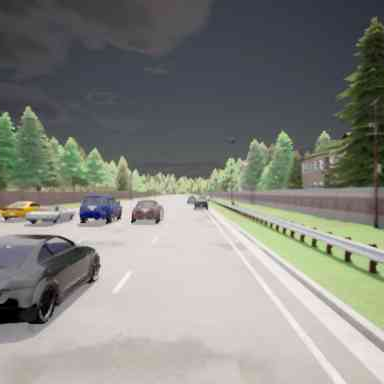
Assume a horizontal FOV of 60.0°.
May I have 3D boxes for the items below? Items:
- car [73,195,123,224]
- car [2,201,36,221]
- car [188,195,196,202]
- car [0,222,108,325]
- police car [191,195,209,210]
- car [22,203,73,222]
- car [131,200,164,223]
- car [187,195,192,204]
[{"bbox_3d":[-6.903,1.279,25.640,2.150,2.045,5.566,0,0,0],"label":"car"},{"bbox_3d":[-13.901,1.540,28.102,1.882,1.535,5.008,0,0,0],"label":"car"},{"bbox_3d":[0.012,1.588,79.827,1.837,1.490,4.892,0,0,0],"label":"car"},{"bbox_3d":[-3.416,1.580,7.126,1.994,1.385,4.181,0,0,0],"label":"car"},{"bbox_3d":[1.231,1.526,45.311,1.930,1.638,5.238,0,0,0],"label":"police car"},{"bbox_3d":[-10.404,1.656,24.939,1.895,1.301,4.718,0,0,0],"label":"car"},{"bbox_3d":[-3.404,1.410,26.265,2.097,1.767,4.553,0,0,0],"label":"car"},{"bbox_3d":[0.010,1.706,64.850,1.994,1.385,4.181,0,0,0],"label":"car"}]
